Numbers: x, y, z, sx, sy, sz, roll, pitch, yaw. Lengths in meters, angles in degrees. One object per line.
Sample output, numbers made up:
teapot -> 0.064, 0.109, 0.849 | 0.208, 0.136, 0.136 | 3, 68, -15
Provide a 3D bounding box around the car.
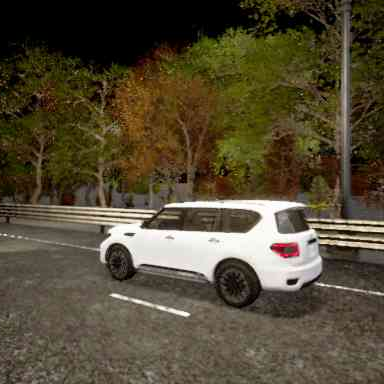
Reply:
car -> 0.195, 1.219, 8.146 | 5.566, 2.045, 2.150 | 0, 0, 36
